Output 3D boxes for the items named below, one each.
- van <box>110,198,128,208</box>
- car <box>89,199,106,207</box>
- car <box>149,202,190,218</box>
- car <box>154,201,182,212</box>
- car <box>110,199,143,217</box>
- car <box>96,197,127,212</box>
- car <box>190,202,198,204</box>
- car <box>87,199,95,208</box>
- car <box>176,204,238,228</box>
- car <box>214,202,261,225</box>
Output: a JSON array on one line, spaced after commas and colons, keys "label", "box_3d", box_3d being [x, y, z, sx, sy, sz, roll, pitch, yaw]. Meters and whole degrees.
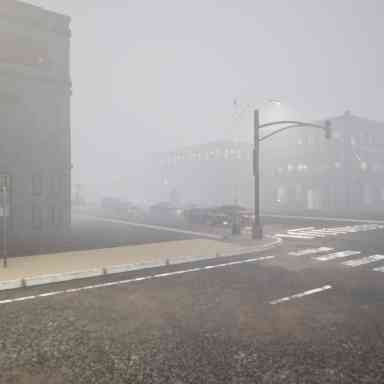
[{"label": "van", "box_3d": [-12.978, 1.907, 59.100, 1.690, 1.788, 3.998, -1, 0, -36]}, {"label": "car", "box_3d": [-19.404, 2.227, 68.111, 1.887, 1.381, 4.507, -1, 0, -36]}, {"label": "car", "box_3d": [-2.707, 1.830, 34.764, 2.128, 1.511, 4.902, -1, 0, -36]}, {"label": "car", "box_3d": [-3.325, 1.966, 45.584, 1.802, 1.307, 4.206, -2, 0, -36]}, {"label": "car", "box_3d": [-6.934, 1.846, 36.209, 1.967, 1.590, 4.097, -1, 0, -36]}, {"label": "car", "box_3d": [-10.914, 1.716, 46.295, 2.150, 2.045, 5.566, -1, 0, -36]}, {"label": "car", "box_3d": [-0.111, 1.903, 41.079, 1.802, 1.307, 4.206, -2, 0, -36]}, {"label": "car", "box_3d": [-19.219, 2.159, 63.412, 2.128, 1.511, 4.902, -1, 0, -36]}, {"label": "car", "box_3d": [1.031, 1.814, 24.843, 1.947, 1.339, 4.313, -2, 0, -36]}, {"label": "car", "box_3d": [3.338, 1.745, 26.303, 1.812, 1.442, 4.674, -1, 0, -35]}]
